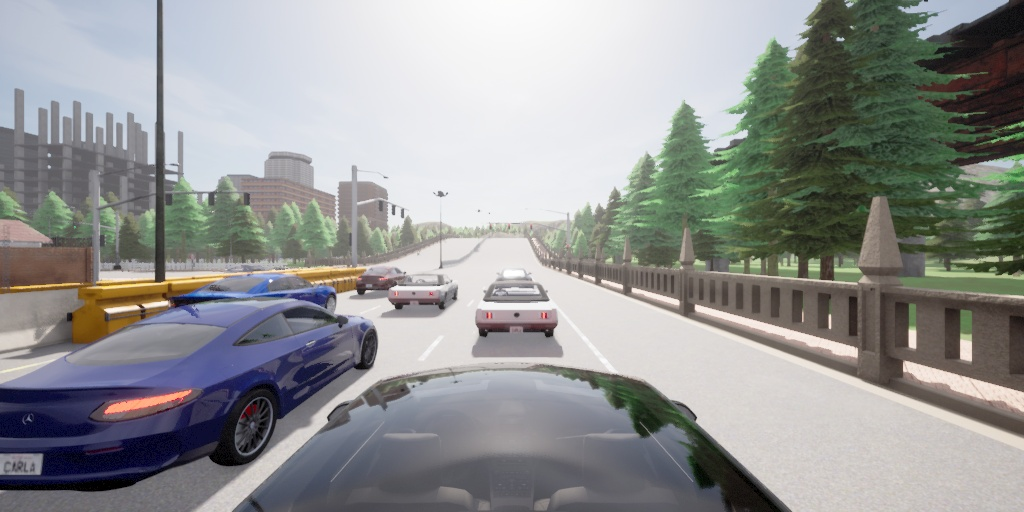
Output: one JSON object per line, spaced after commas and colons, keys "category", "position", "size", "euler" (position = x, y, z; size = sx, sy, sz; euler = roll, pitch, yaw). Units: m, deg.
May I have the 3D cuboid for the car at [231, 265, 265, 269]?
{"category": "car", "position": [-14.016, 1.348, 21.565], "size": [1.895, 1.301, 4.718], "euler": [0, 0, 1]}

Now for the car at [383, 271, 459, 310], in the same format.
{"category": "car", "position": [-3.394, 1.349, 14.702], "size": [1.895, 1.301, 4.718], "euler": [0, 0, 0]}

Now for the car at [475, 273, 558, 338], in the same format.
{"category": "car", "position": [0.105, 1.350, 10.189], "size": [1.895, 1.301, 4.718], "euler": [0, 0, 0]}

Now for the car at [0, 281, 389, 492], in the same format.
{"category": "car", "position": [-3.397, 1.275, 4.784], "size": [1.812, 1.442, 4.674], "euler": [0, 0, 0]}

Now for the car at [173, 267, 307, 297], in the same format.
{"category": "car", "position": [-6.896, 1.226, 10.242], "size": [1.882, 1.535, 5.008], "euler": [0, 0, 0]}

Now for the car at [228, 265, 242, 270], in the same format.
{"category": "car", "position": [-17.491, 1.313, 23.596], "size": [1.994, 1.385, 4.181], "euler": [0, 0, 0]}

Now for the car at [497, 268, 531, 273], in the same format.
{"category": "car", "position": [0.109, 1.311, 18.941], "size": [1.994, 1.385, 4.181], "euler": [0, 0, 0]}

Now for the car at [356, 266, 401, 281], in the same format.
{"category": "car", "position": [-6.891, 1.273, 19.583], "size": [1.812, 1.442, 4.674], "euler": [0, 0, 0]}
